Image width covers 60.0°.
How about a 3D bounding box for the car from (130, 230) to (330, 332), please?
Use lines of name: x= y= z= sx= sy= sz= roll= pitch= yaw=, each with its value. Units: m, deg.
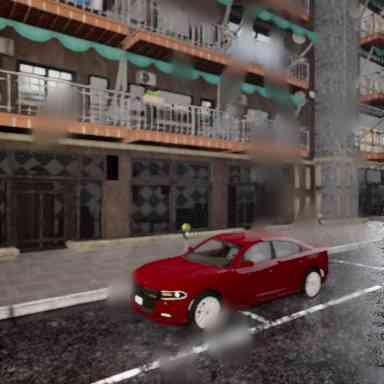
car: x=0.957 y=1.518 z=6.773 sx=4.507 sy=1.381 sz=1.887 roll=0 pitch=1 yaw=-35
